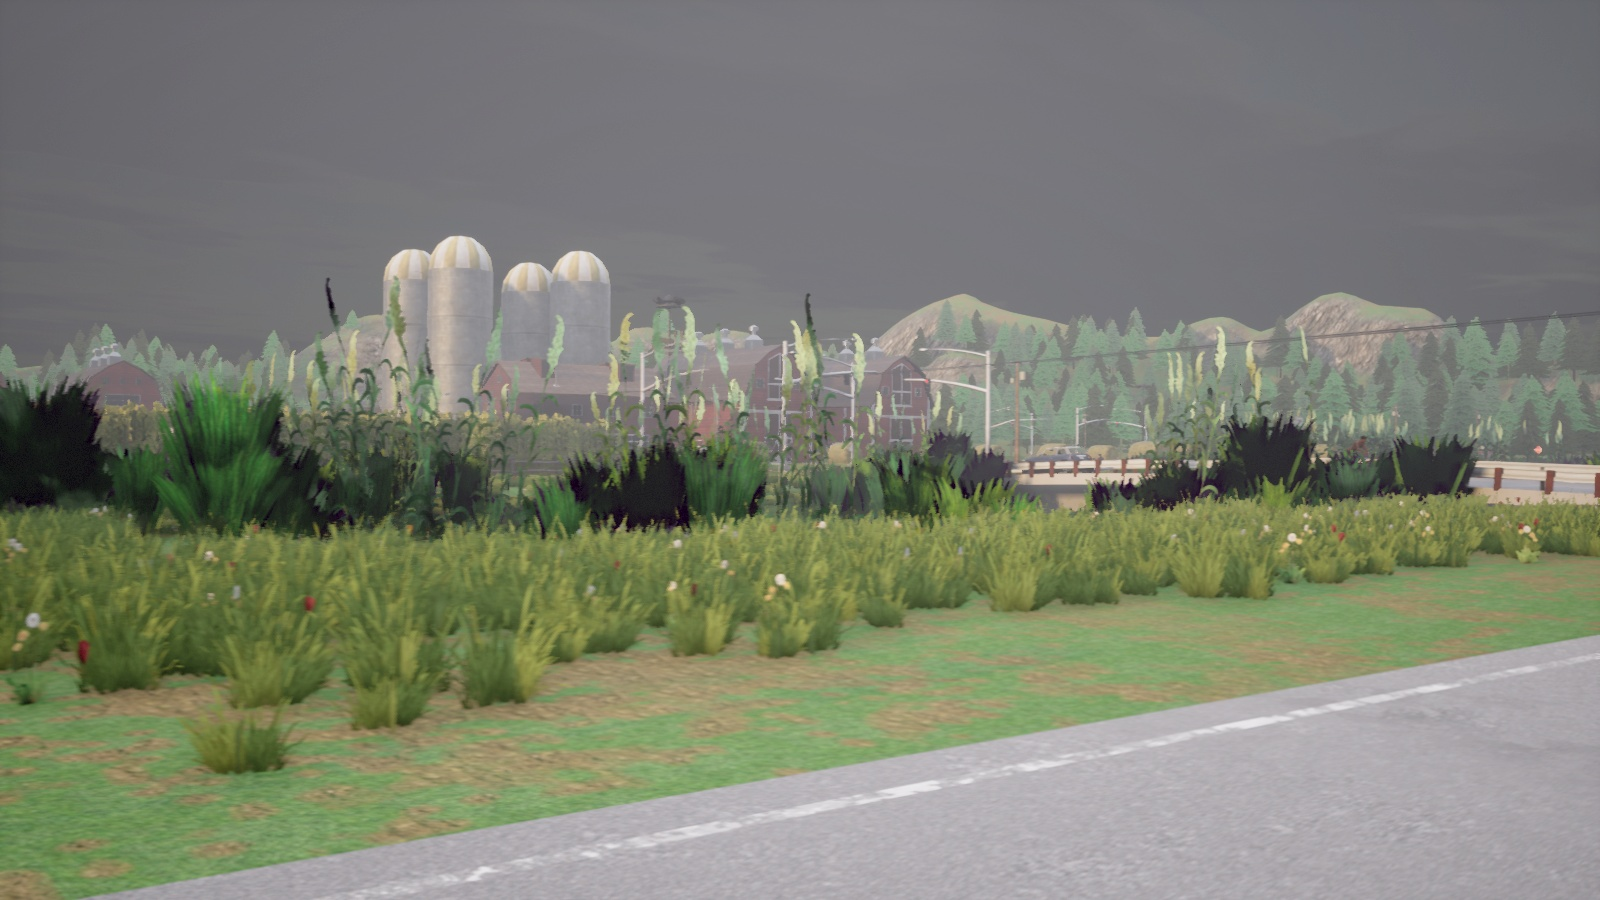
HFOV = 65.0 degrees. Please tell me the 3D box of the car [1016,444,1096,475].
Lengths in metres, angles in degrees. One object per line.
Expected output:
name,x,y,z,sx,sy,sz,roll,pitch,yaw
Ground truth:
car,13.513,0.510,66.541,1.970,1.475,3.806,0,-3,-35
